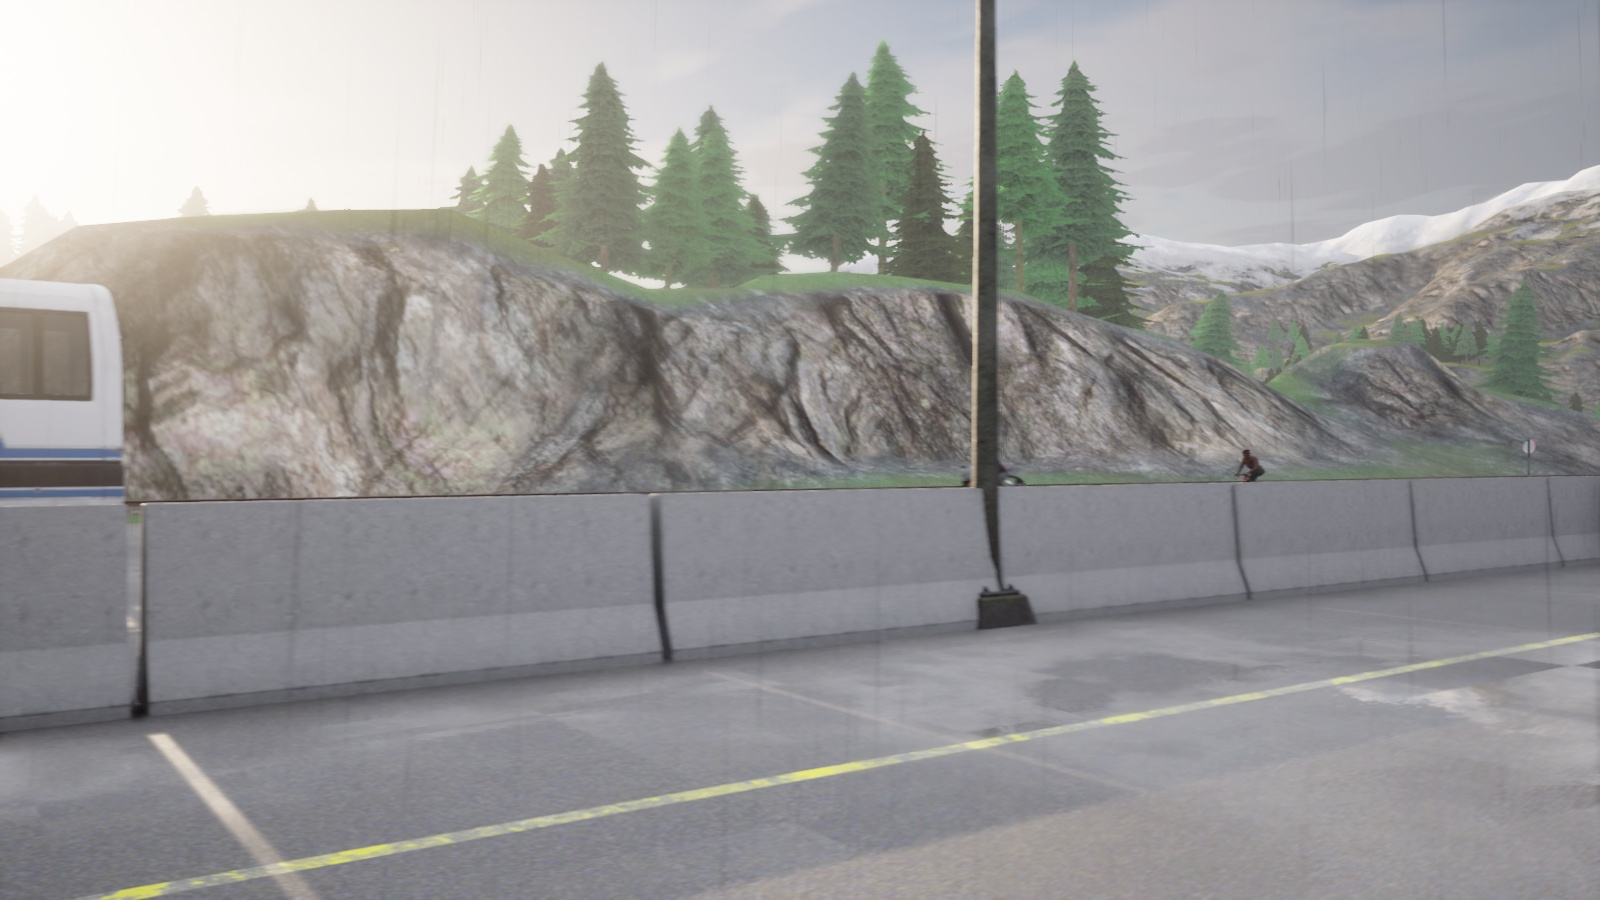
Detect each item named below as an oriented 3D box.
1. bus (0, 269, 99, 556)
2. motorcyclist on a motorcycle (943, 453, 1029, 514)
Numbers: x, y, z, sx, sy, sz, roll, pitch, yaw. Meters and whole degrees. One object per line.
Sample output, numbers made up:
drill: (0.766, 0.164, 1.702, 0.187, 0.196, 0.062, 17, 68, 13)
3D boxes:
bus: (-16.132, -0.553, 18.022, 10.273, 4.253, 3.944, 0, 0, -35)
motorcyclist on a motorcycle: (4.835, 0.849, 32.610, 2.191, 1.530, 0.866, 0, 0, -35)
